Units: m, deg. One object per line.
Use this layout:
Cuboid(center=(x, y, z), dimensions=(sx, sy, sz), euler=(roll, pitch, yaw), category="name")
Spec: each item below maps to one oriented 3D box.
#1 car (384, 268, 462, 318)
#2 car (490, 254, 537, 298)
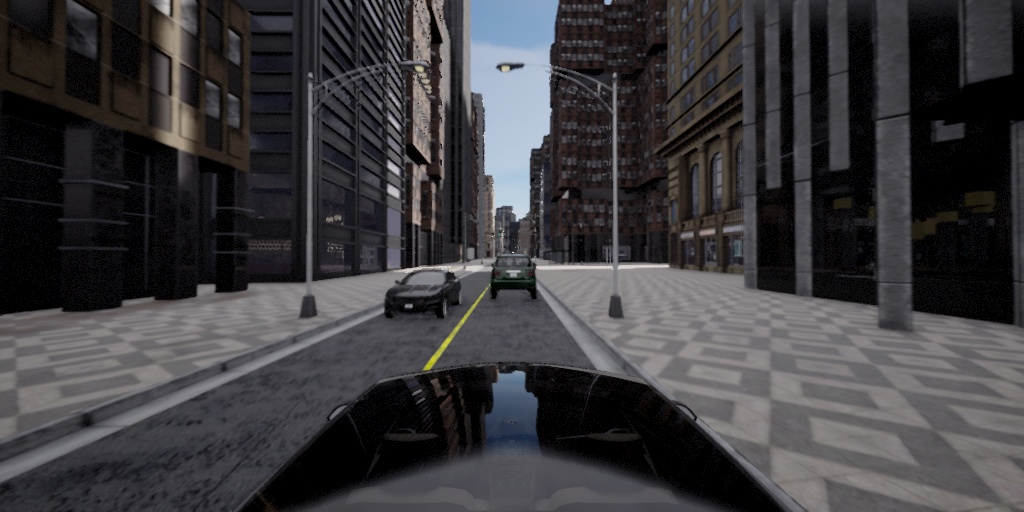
Cuboid(center=(-3.025, 1.217, 13.064), dimensions=(1.882, 1.535, 5.008), euler=(0, 0, 1), category="car")
Cuboid(center=(0.088, 0.951, 18.371), dimensions=(2.150, 2.045, 5.566), euler=(0, -1, 1), category="car")
